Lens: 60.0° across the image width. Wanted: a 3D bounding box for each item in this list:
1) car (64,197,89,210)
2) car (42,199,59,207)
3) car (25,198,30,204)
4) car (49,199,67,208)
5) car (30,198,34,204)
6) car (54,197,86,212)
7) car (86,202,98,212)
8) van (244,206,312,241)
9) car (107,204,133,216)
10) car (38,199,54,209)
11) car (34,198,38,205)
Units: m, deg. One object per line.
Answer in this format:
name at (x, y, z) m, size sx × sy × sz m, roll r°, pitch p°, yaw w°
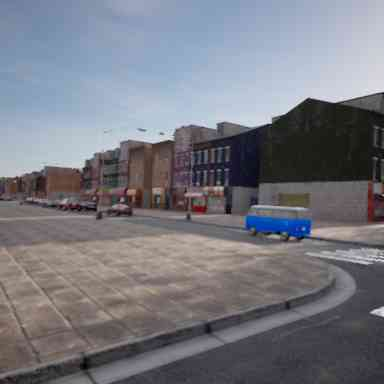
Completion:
car at (-17.458, 1.734, 50.040) m, size 2.192 × 1.841 × 5.009 m, roll 4°, pitch -2°, yaw -35°
car at (-26.999, 2.044, 63.379) m, size 1.947 × 1.339 × 4.313 m, roll 3°, pitch -2°, yaw -35°
car at (-36.526, 1.996, 76.730) m, size 1.967 × 1.590 × 4.097 m, roll 3°, pitch -2°, yaw -35°
car at (-23.822, 2.000, 58.931) m, size 1.887 × 1.381 × 4.507 m, roll 3°, pitch -2°, yaw -35°
car at (-33.355, 2.110, 72.277) m, size 1.802 × 1.307 × 4.206 m, roll 3°, pitch -2°, yaw -35°
car at (-16.132, 1.618, 43.742) m, size 2.097 × 1.767 × 4.553 m, roll 4°, pitch -2°, yaw -35°
car at (-14.291, 1.970, 45.583) m, size 1.947 × 1.339 × 4.313 m, roll 4°, pitch -2°, yaw -35°
van at (4.778, 1.710, 18.894) m, size 1.690 × 1.788 × 3.998 m, roll 4°, pitch -2°, yaw -35°
car at (-7.939, 1.964, 36.685) m, size 1.802 × 1.307 × 4.206 m, roll 4°, pitch -2°, yaw -35°
car at (-21.921, 1.838, 51.742) m, size 2.033 × 1.411 × 5.357 m, roll 4°, pitch -2°, yaw -35°
car at (-30.274, 2.028, 67.968) m, size 1.752 × 1.417 × 4.829 m, roll 3°, pitch -2°, yaw -35°
